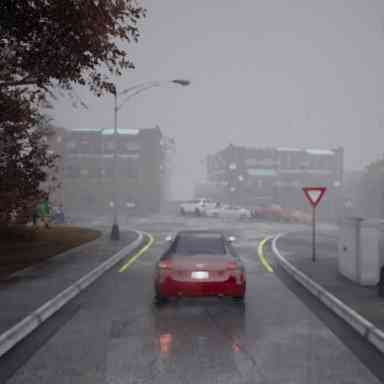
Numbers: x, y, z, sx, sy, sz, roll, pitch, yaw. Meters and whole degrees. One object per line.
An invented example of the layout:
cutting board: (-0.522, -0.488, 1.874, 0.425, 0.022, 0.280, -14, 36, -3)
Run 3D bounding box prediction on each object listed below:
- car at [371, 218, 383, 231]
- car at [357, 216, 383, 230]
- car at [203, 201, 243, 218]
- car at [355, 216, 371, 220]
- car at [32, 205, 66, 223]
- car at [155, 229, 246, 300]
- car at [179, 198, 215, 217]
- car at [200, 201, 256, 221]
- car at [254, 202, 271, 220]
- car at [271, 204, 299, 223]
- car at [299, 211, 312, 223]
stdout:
car: (23.280, 3.802, 37.330, 4.902, 1.511, 2.128, 5, -2, -12)
car: (24.125, 4.065, 42.838, 2.002, 1.452, 4.674, 7, -3, -31)
car: (3.497, 1.972, 38.551, 2.185, 1.767, 4.553, 4, -2, -33)
car: (21.171, 3.784, 42.233, 2.002, 1.452, 4.674, 6, -3, -31)
car: (-14.897, 2.110, 32.808, 4.553, 1.767, 2.097, -2, -1, 16)
car: (0.215, 1.658, 8.673, 1.994, 1.385, 4.181, 0, -1, 1)
car: (0.636, 1.689, 37.873, 2.435, 2.045, 5.566, 1, -1, -32)
car: (3.577, 2.038, 33.213, 4.674, 1.442, 1.812, 3, -1, -12)
car: (6.454, 2.214, 39.140, 2.185, 1.767, 4.553, 6, -3, -32)
car: (9.433, 2.373, 39.788, 2.435, 2.045, 5.566, 7, -3, -32)
car: (12.244, 2.898, 40.579, 1.946, 1.575, 5.366, 6, -3, -32)
